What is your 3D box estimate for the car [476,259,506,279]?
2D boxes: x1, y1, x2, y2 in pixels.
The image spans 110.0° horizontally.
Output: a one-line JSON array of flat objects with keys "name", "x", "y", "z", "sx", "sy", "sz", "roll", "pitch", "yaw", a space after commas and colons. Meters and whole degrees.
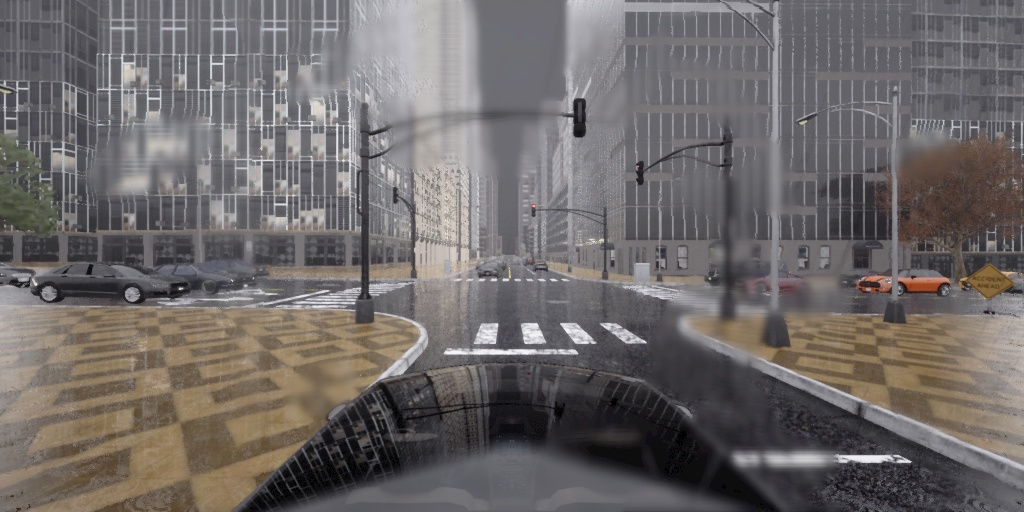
[{"name": "car", "x": -1.941, "y": 1.274, "z": 33.130, "sx": 1.837, "sy": 1.490, "sz": 4.892, "roll": 0, "pitch": 0, "yaw": 4}]

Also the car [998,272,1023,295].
[{"name": "car", "x": 33.782, "y": 1.948, "z": 23.253, "sx": 4.181, "sy": 1.385, "sz": 1.994, "roll": 1, "pitch": 0, "yaw": -2}]

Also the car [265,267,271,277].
[{"name": "car", "x": -19.049, "y": 0.973, "z": 23.661, "sx": 5.357, "sy": 1.411, "sz": 2.033, "roll": 1, "pitch": 0, "yaw": -2}]

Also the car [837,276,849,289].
[{"name": "car", "x": 26.292, "y": 1.813, "z": 26.127, "sx": 4.181, "sy": 1.385, "sz": 1.994, "roll": 1, "pitch": 0, "yaw": -3}]

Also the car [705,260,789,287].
[{"name": "car", "x": 16.903, "y": 1.303, "z": 25.635, "sx": 5.566, "sy": 2.045, "sz": 2.150, "roll": 1, "pitch": 0, "yaw": -3}]

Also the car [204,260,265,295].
[{"name": "car", "x": -15.438, "y": 1.040, "z": 17.272, "sx": 5.357, "sy": 1.411, "sz": 2.033, "roll": 1, "pitch": 0, "yaw": 0}]

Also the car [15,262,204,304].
[{"name": "car", "x": -15.426, "y": 0.998, "z": 13.984, "sx": 4.892, "sy": 1.490, "sz": 1.837, "roll": 1, "pitch": 0, "yaw": -3}]

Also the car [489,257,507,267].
[{"name": "car", "x": -1.805, "y": 1.241, "z": 47.603, "sx": 1.882, "sy": 1.535, "sz": 5.008, "roll": 0, "pitch": 1, "yaw": -1}]

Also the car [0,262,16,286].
[{"name": "car", "x": -25.372, "y": 0.802, "z": 16.723, "sx": 4.902, "sy": 1.511, "sz": 2.128, "roll": 1, "pitch": 0, "yaw": -3}]

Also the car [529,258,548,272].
[{"name": "car", "x": 3.670, "y": 1.329, "z": 46.659, "sx": 1.948, "sy": 1.339, "sz": 4.313, "roll": 0, "pitch": 0, "yaw": -1}]

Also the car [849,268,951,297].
[{"name": "car", "x": 24.784, "y": 1.575, "z": 22.790, "sx": 4.553, "sy": 1.767, "sz": 2.097, "roll": 1, "pitch": 0, "yaw": -3}]

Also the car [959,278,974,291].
[{"name": "car", "x": 36.321, "y": 1.906, "z": 26.640, "sx": 5.008, "sy": 1.535, "sz": 1.882, "roll": 1, "pitch": 0, "yaw": -3}]

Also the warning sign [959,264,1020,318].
[{"name": "warning sign", "x": 17.214, "y": 1.204, "z": 12.935, "sx": 1.060, "sy": 1.860, "sz": 1.300, "roll": 0, "pitch": 0, "yaw": -3}]

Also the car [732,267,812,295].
[{"name": "car", "x": 16.090, "y": 1.631, "z": 22.339, "sx": 4.181, "sy": 1.385, "sz": 1.994, "roll": 1, "pitch": 0, "yaw": -3}]
